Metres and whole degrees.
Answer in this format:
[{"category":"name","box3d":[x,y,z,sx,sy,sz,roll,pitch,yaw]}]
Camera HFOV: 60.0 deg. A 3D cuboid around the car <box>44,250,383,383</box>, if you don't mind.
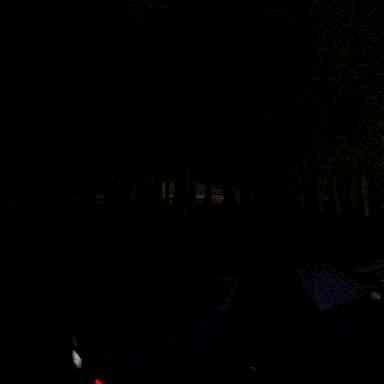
[{"category":"car","box3d":[0.999,1.547,4.459,5.357,1.411,2.033,0,0,-35]}]
